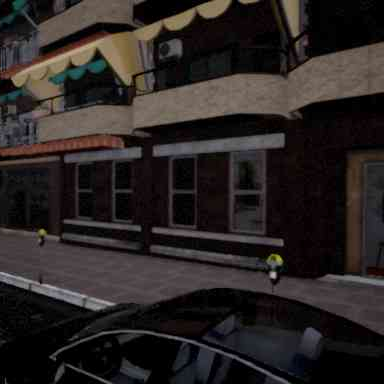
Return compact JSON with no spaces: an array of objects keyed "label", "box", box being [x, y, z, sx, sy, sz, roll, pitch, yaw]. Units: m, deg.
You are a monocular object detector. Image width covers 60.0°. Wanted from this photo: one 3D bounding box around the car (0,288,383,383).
[{"label":"car","box":[-0.007,1.575,2.869,4.313,1.339,1.947,0,1,36]}]
